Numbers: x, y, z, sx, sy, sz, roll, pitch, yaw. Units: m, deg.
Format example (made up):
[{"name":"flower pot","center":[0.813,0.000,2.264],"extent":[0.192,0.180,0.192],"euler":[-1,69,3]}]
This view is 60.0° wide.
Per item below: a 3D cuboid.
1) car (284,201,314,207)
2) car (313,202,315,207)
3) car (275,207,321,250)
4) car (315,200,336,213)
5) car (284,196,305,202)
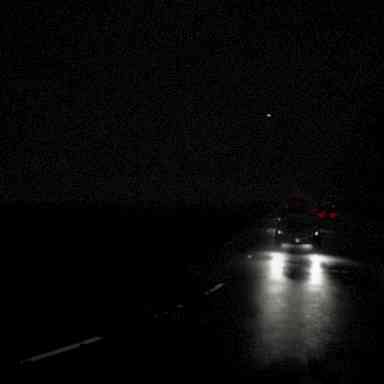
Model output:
[{"name":"car","center":[7.873,1.719,25.031],"extent":[1.837,1.490,4.892],"euler":[0,0,17]},{"name":"car","center":[20.424,1.993,53.229],"extent":[1.895,1.301,4.718],"euler":[0,0,17]},{"name":"car","center":[4.875,1.657,15.400],"extent":[1.812,1.442,4.674],"euler":[0,0,17]},{"name":"car","center":[17.440,1.886,43.329],"extent":[1.812,1.442,4.674],"euler":[0,0,17]},{"name":"car","center":[11.073,1.506,35.264],"extent":[2.150,2.045,5.566],"euler":[0,0,18]}]
